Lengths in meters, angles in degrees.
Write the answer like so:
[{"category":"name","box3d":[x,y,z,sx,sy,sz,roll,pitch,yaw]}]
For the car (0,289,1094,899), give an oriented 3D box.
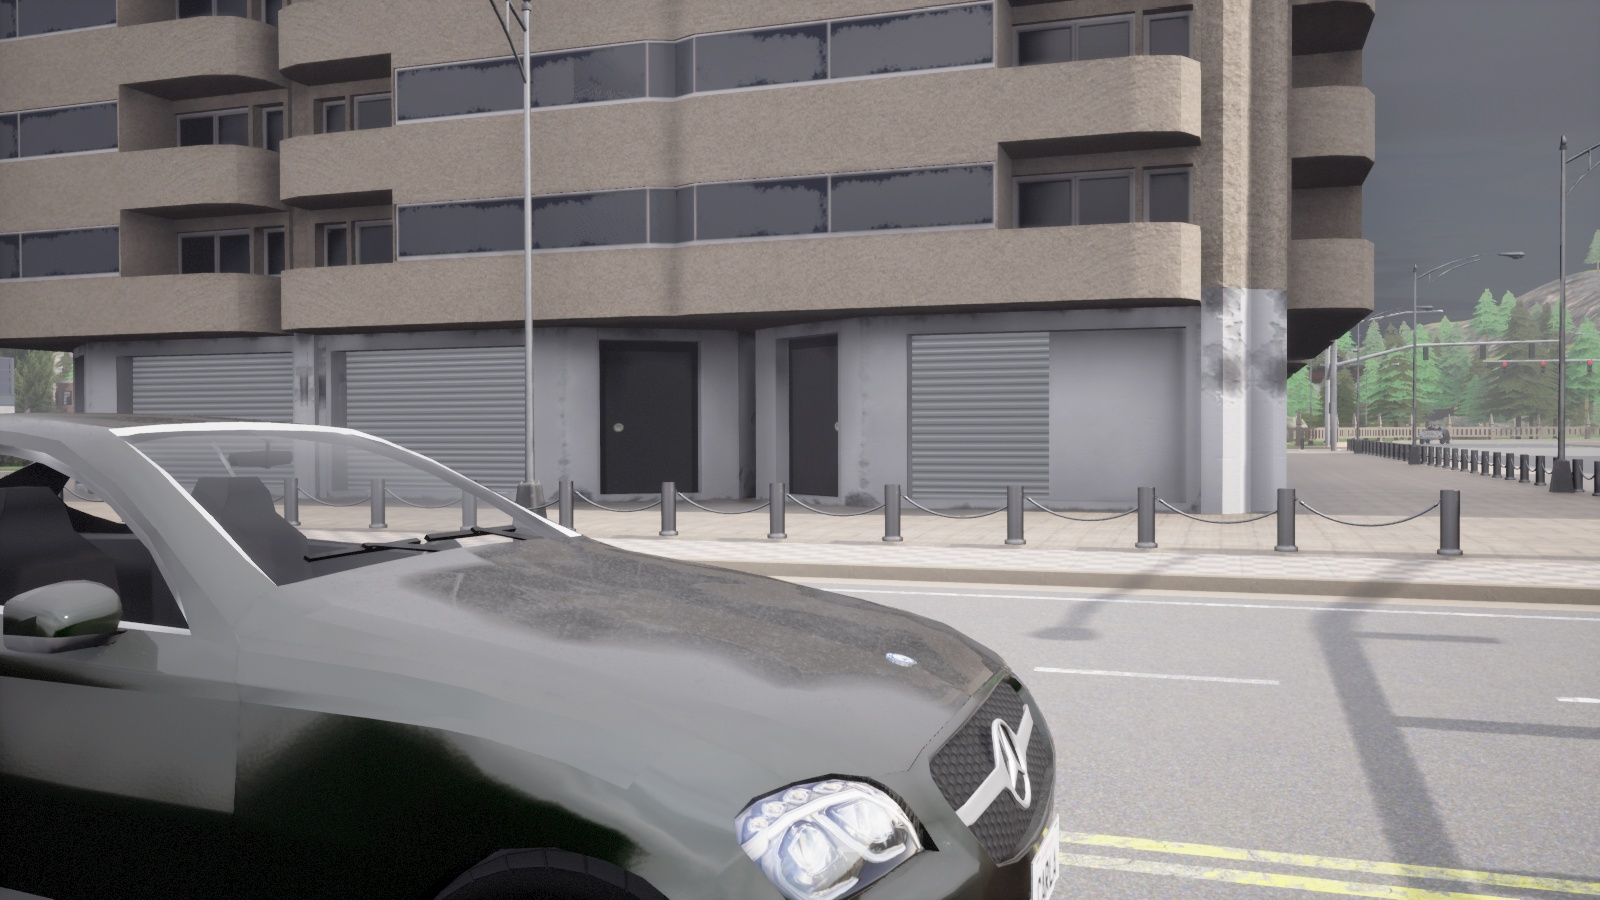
[{"category":"car","box3d":[-1.794,0.538,3.794,5.027,1.651,2.152,1,1,19]}]
